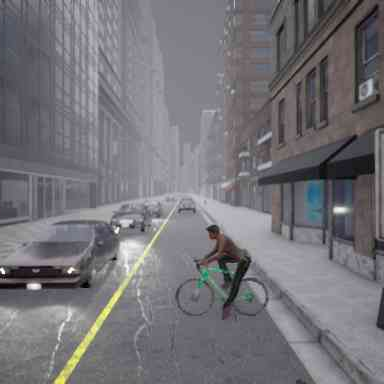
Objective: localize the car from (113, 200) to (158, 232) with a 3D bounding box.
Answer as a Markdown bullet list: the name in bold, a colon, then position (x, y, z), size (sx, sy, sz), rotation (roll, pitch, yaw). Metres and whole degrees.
- **car**: position (-3.432, 1.433, 19.439), size (2.128, 1.511, 4.902), rotation (0, 0, -1)

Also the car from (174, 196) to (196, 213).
- **car**: position (-0.530, 1.438, 35.500), size (2.033, 1.411, 5.357), rotation (0, 0, -1)

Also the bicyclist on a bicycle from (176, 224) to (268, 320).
- **bicyclist on a bicycle**: position (0.535, 1.403, 5.892), size (1.656, 1.620, 0.582), rotation (0, 0, -1)

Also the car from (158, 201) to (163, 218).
- **car**: position (-3.579, 1.436, 29.352), size (1.812, 1.442, 4.674), rotation (0, 0, 0)

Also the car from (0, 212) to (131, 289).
- **car**: position (-3.256, 1.520, 9.397), size (2.033, 1.411, 5.357), rotation (0, 0, -1)

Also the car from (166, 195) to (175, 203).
- **car**: position (-4.220, 1.335, 66.120), size (1.812, 1.442, 4.674), rotation (0, 0, -1)

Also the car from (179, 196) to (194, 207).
- **car**: position (-0.776, 1.343, 48.586), size (2.128, 1.511, 4.902), rotation (0, 0, -1)
